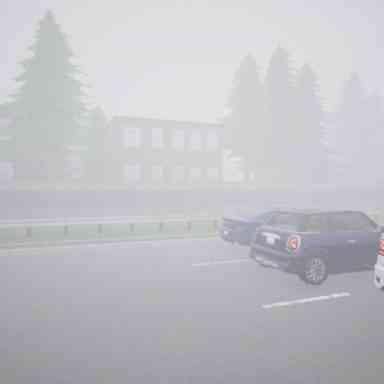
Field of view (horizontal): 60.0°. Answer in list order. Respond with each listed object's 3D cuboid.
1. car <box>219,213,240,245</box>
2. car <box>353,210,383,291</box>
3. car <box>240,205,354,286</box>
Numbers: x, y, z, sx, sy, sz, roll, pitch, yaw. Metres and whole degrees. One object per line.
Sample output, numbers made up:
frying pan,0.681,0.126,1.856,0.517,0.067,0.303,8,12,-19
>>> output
car,3.488,1.258,12.564,5.008,1.535,1.882,0,1,-22
car,5.941,1.130,6.003,5.566,2.045,2.150,0,1,-22
car,3.902,1.199,8.960,4.553,1.767,2.097,0,1,-22
